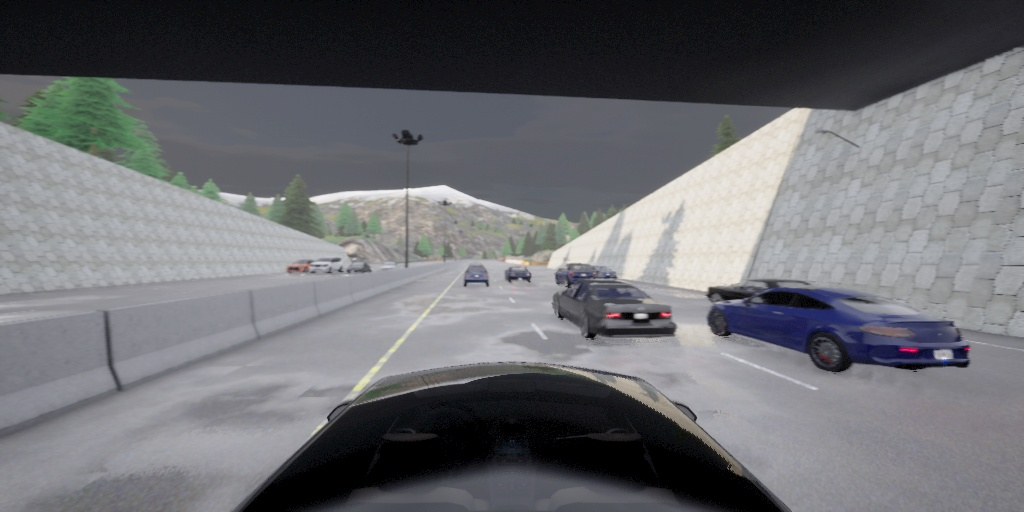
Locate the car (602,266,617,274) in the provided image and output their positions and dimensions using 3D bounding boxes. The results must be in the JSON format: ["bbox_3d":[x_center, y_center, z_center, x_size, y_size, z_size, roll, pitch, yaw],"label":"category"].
[{"bbox_3d":[7.440,1.554,31.285,2.033,1.411,5.357,0,0,-6],"label":"car"}]

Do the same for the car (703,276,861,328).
[{"bbox_3d":[9.307,1.492,13.035,1.895,1.301,4.718,0,0,-6],"label":"car"}]

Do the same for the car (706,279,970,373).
[{"bbox_3d":[6.330,1.361,7.750,1.812,1.442,4.674,0,-1,-6],"label":"car"}]

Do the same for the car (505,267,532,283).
[{"bbox_3d":[0.431,1.558,31.009,1.895,1.301,4.718,0,0,-6],"label":"car"}]

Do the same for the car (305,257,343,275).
[{"bbox_3d":[-22.052,1.113,42.901,2.150,2.045,5.566,0,-1,-5],"label":"car"}]

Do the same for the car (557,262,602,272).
[{"bbox_3d":[4.494,1.299,25.705,2.097,1.767,4.553,0,0,-6],"label":"car"}]

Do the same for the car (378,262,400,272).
[{"bbox_3d":[-15.183,1.473,44.563,1.812,1.442,4.674,0,-1,-5],"label":"car"}]

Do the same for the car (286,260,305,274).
[{"bbox_3d":[-25.682,1.225,44.081,2.097,1.767,4.553,0,0,-5],"label":"car"}]

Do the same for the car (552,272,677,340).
[{"bbox_3d":[2.546,1.374,10.301,2.033,1.411,5.357,0,0,-6],"label":"car"}]

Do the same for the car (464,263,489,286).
[{"bbox_3d":[-2.692,1.457,27.155,2.033,1.411,5.357,0,0,-6],"label":"car"}]

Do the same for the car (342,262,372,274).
[{"bbox_3d":[-18.627,1.444,43.842,1.812,1.442,4.674,0,-1,-5],"label":"car"}]
